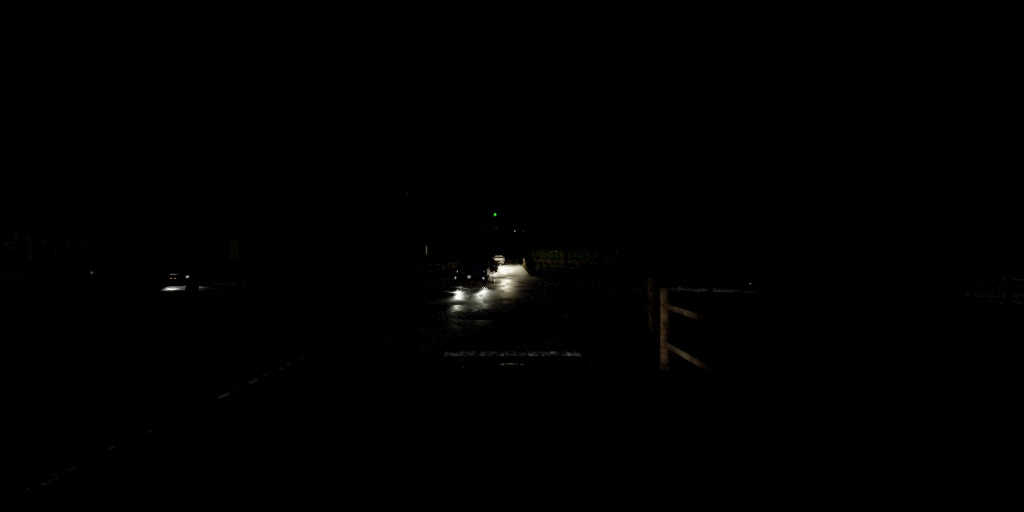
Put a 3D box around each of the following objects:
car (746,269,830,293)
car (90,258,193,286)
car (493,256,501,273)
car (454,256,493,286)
[{"bbox_3d":[18.505,1.626,24.150,4.902,1.511,2.128,1,0,0],"label":"car"},{"bbox_3d":[-20.968,0.881,20.471,4.892,1.490,1.837,1,0,0],"label":"car"},{"bbox_3d":[-2.736,1.098,42.844,2.097,1.767,4.553,0,0,0],"label":"car"},{"bbox_3d":[-2.765,0.994,25.852,2.150,2.045,5.566,1,0,0],"label":"car"}]
